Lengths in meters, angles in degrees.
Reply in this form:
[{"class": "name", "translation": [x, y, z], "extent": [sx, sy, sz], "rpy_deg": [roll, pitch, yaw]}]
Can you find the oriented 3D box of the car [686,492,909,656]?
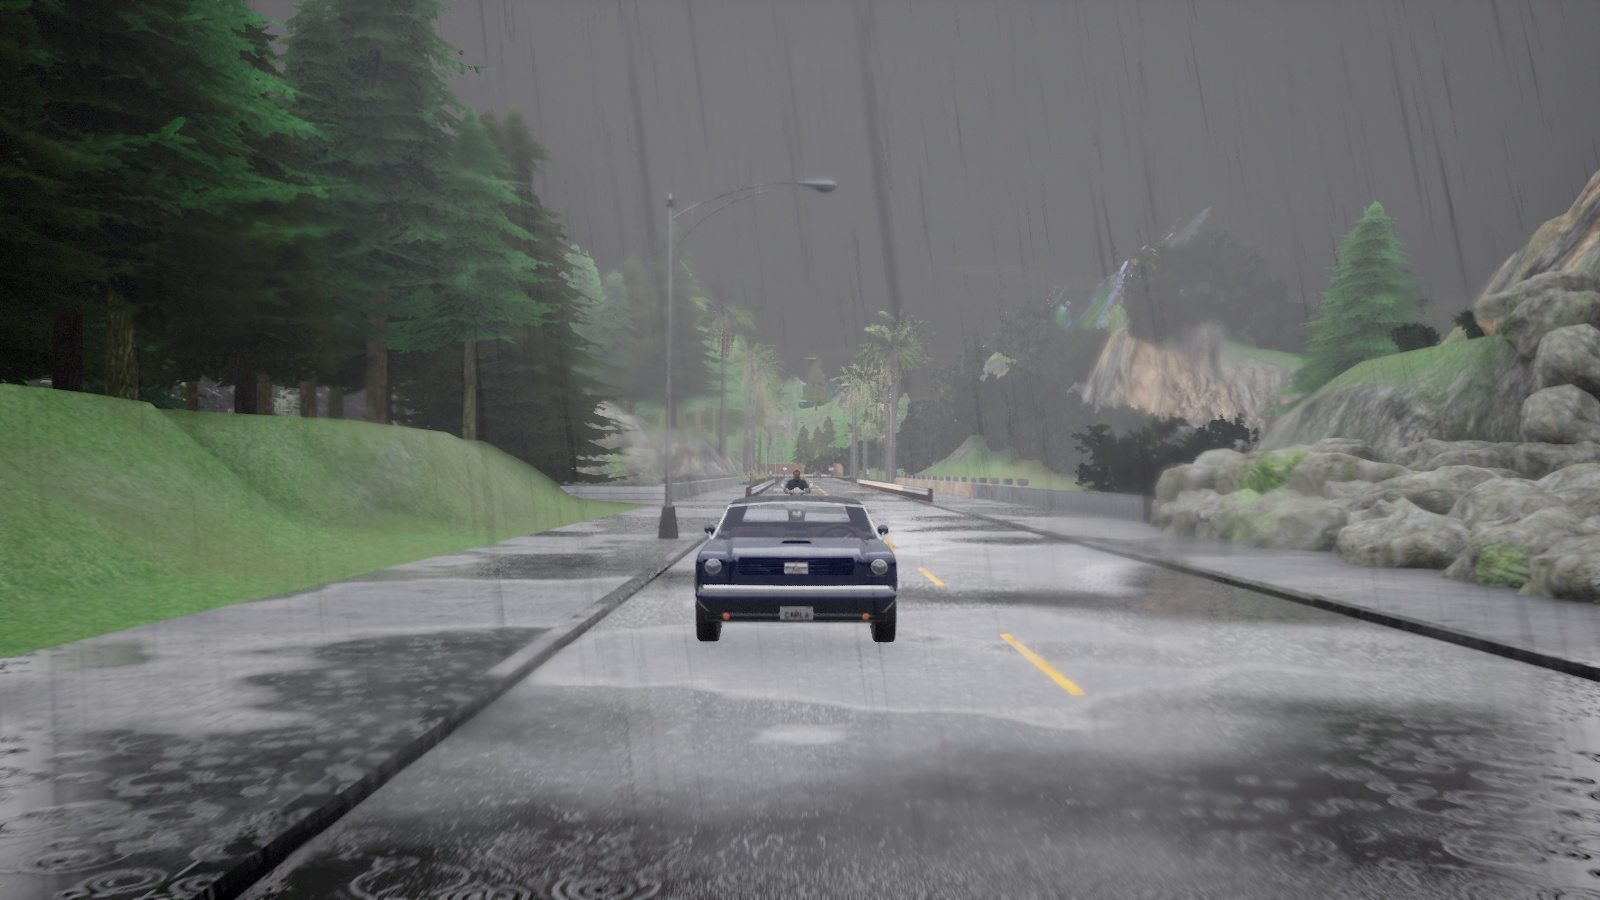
[{"class": "car", "translation": [-0.030, 1.133, 13.033], "extent": [1.895, 1.301, 4.718], "rpy_deg": [0, -1, 0]}]
